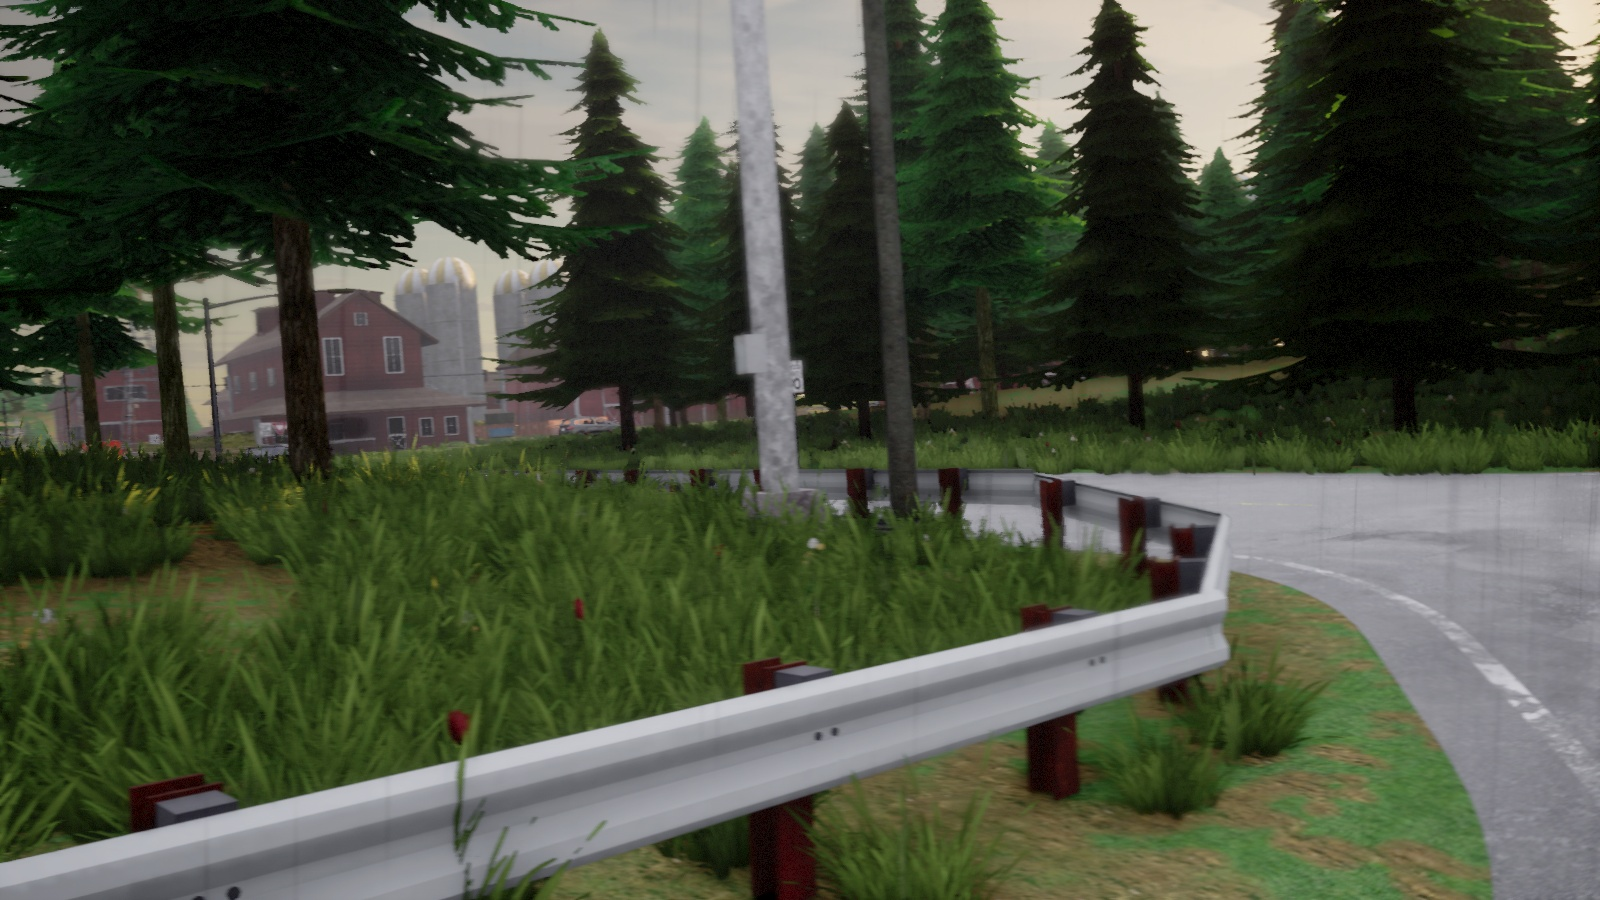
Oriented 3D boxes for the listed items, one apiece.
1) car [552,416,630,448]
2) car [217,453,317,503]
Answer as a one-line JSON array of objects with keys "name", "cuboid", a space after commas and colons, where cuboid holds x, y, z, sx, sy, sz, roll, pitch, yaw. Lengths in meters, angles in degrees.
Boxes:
[{"name": "car", "cuboid": [-14.248, -1.240, 85.572, 4.611, 1.667, 2.242, -7, 2, -37]}, {"name": "car", "cuboid": [-17.796, 0.933, 41.855, 1.994, 1.385, 4.181, -7, 2, -37]}]
